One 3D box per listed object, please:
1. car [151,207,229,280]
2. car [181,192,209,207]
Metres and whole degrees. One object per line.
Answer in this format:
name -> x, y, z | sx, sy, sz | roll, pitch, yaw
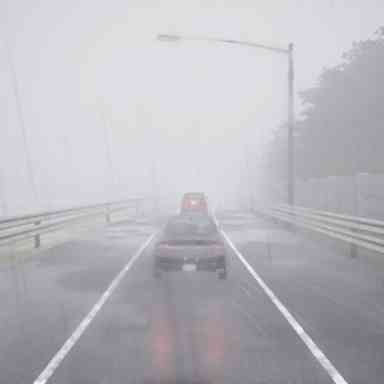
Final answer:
car -> -0.032, 1.413, 9.663 | 2.128, 1.511, 4.902 | 0, 1, 0
car -> 0.259, 0.981, 28.413 | 2.150, 2.045, 5.566 | 0, 0, 3
